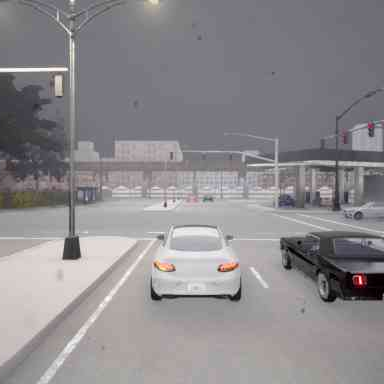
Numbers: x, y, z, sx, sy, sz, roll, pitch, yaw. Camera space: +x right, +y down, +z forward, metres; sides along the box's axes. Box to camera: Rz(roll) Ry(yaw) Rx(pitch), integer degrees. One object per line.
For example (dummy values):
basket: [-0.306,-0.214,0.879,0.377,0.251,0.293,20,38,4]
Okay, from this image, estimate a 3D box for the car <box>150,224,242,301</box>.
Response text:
car: [0.082,1.517,8.194,1.812,1.442,4.674,0,0,0]

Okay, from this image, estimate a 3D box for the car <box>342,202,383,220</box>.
car: [14.887,1.523,27.554,4.674,1.442,1.812,0,0,-1]

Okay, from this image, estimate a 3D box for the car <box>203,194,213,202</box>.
car: [3.499,1.257,72.381,2.097,1.767,4.553,0,0,0]

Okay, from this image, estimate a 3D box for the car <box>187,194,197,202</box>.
car: [-0.001,1.250,72.381,2.097,1.767,4.553,0,0,0]

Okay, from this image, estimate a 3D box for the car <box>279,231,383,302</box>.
car: [3.587,1.599,8.178,1.895,1.301,4.718,0,0,0]

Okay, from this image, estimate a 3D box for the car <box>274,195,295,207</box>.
car: [13.210,1.262,47.737,2.242,1.667,4.611,0,0,0]

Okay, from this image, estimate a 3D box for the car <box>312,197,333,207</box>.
car: [18.955,1.434,48.500,1.970,1.475,3.806,0,0,0]
